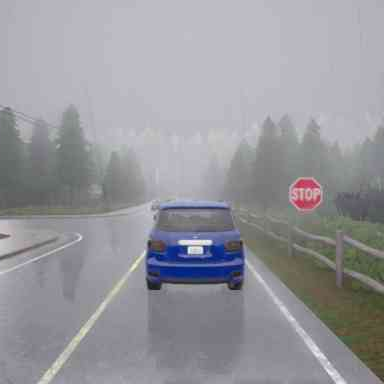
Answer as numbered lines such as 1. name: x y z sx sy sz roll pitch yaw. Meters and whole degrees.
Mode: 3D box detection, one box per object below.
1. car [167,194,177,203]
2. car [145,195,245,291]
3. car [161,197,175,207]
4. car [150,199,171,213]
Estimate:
1. car: -4.148 1.353 69.503 2.097 1.767 4.553 0 0 -2
2. car: 0.071 1.222 9.139 2.150 2.045 5.566 0 0 0
3. car: -3.769 1.568 53.385 1.994 1.385 4.181 0 0 -1
4. car: -3.602 1.563 38.693 1.994 1.385 4.181 0 0 0
